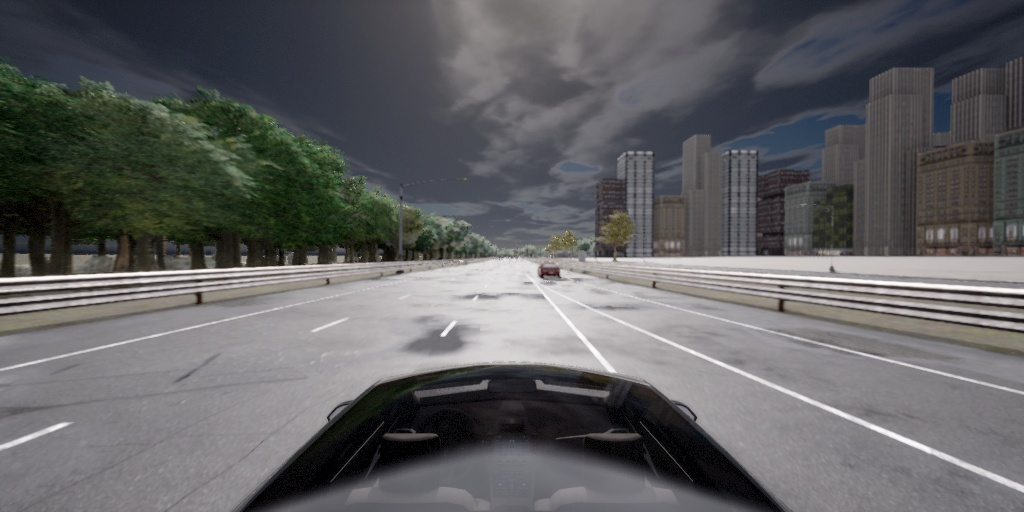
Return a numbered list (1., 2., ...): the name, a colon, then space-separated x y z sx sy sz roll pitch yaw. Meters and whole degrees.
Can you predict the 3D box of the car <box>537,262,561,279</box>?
1. car: 3.616 1.381 35.613 1.882 1.535 5.008 0 0 -1
